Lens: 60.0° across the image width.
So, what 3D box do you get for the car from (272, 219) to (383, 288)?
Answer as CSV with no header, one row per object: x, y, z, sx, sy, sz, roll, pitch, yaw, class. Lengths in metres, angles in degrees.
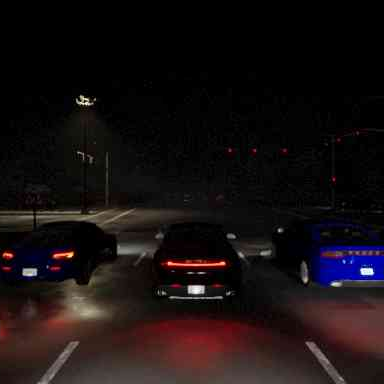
3.589,1.477,9.266,1.882,1.535,5.008,0,0,0,car

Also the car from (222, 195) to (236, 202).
8.725,1.531,75.169,2.033,1.411,5.357,0,0,0,car

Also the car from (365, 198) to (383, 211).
23.777,1.218,38.631,5.566,2.045,2.150,0,0,-1,car

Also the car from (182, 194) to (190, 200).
-1.703,1.537,92.666,1.994,1.385,4.181,0,0,0,car

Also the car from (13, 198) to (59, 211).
-17.830,1.487,38.133,4.902,1.511,2.128,0,0,-1,car

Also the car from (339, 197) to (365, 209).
22.684,1.499,45.618,4.892,1.490,1.837,0,0,-1,car

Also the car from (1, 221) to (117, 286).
-3.414,1.525,9.313,1.812,1.442,4.674,0,0,0,car

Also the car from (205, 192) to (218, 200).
5.295,1.461,92.220,1.882,1.535,5.008,0,0,0,car

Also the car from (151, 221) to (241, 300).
0.088,1.504,8.390,1.837,1.490,4.892,0,0,0,car

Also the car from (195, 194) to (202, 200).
1.795,1.461,92.234,1.882,1.535,5.008,0,0,0,car

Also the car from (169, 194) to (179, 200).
-5.202,1.339,93.034,2.097,1.767,4.553,0,0,0,car
